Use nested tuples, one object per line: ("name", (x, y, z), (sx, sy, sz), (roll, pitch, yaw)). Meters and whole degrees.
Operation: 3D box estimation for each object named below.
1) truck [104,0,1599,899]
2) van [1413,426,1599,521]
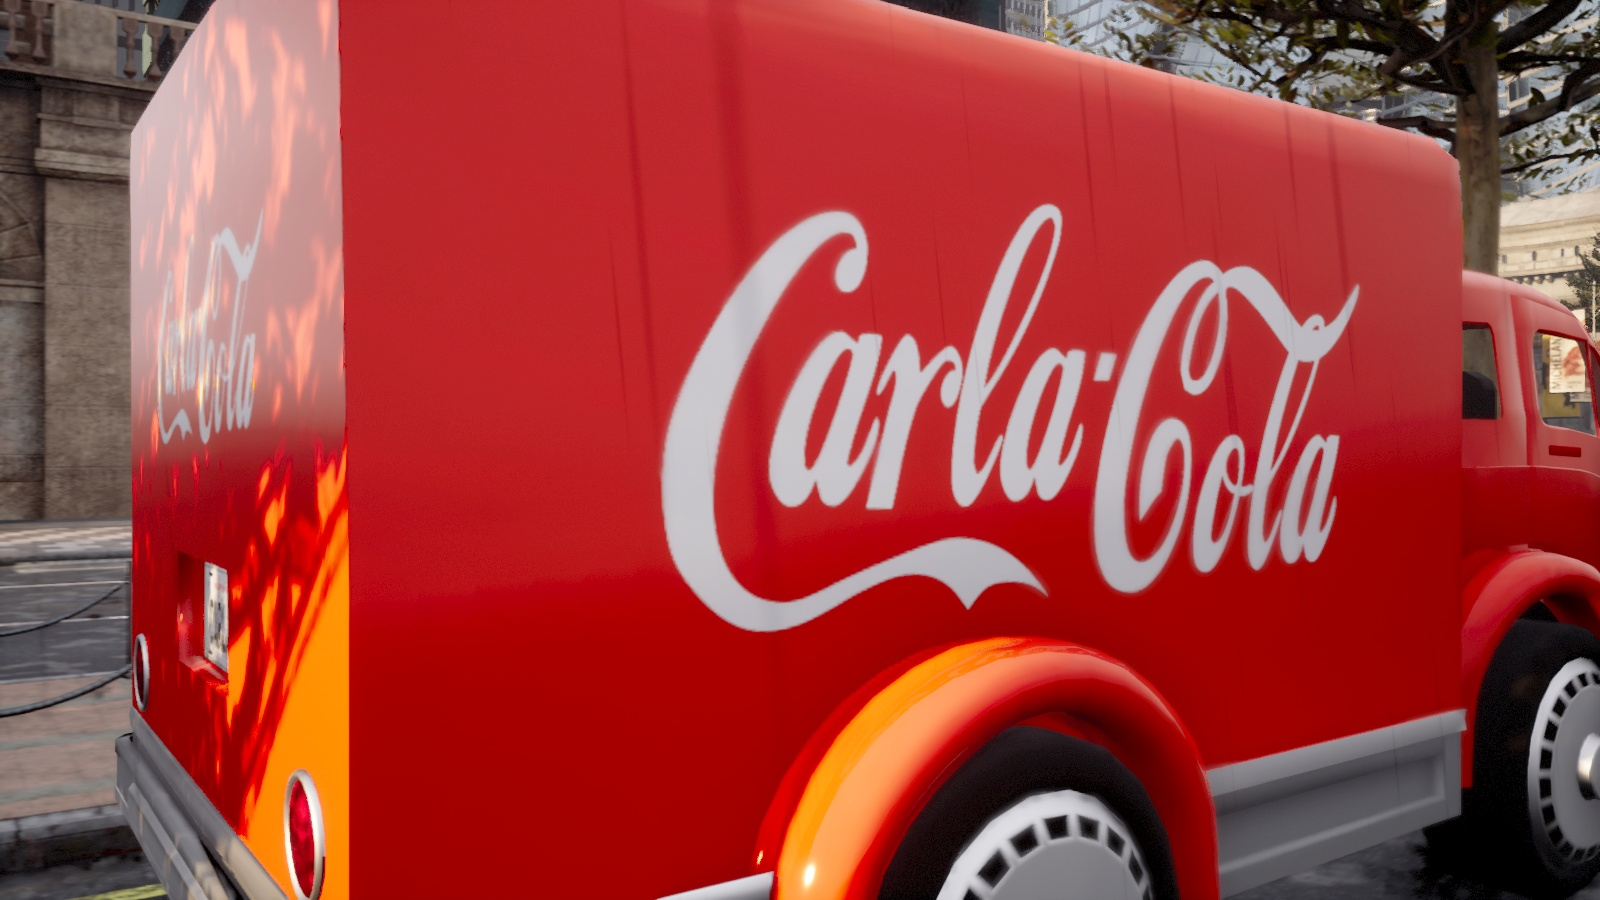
("truck", (0.782, 0.267, 4.205), (5.204, 2.467, 2.627), (0, 0, -35))
("van", (16.433, 0.505, 29.115), (4.480, 2.038, 2.069), (0, 0, -35))
